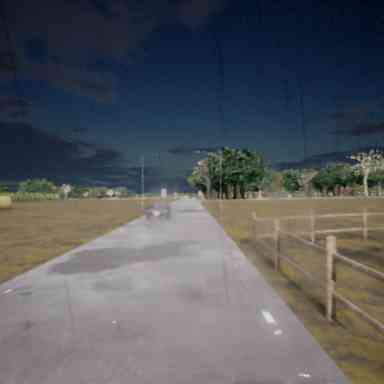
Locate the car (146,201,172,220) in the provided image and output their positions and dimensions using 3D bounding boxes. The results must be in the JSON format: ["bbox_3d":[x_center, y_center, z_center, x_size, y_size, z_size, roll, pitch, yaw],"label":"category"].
[{"bbox_3d":[-2.755,1.515,28.349,2.128,1.511,4.902,0,0,0],"label":"car"}]
